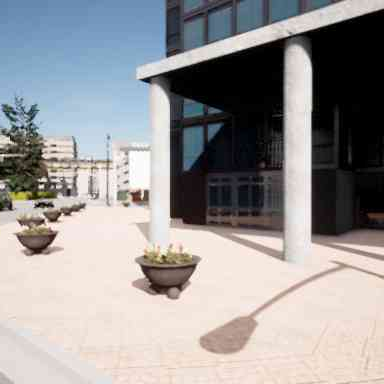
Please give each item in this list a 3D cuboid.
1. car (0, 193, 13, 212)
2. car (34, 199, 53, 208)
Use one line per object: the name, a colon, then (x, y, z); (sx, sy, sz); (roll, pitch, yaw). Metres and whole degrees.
car: (-21.750, 1.142, 37.069); (2.150, 2.045, 5.566); (0, 0, -12)
car: (-20.222, 1.538, 45.537); (1.895, 1.301, 4.718); (0, 0, -16)
